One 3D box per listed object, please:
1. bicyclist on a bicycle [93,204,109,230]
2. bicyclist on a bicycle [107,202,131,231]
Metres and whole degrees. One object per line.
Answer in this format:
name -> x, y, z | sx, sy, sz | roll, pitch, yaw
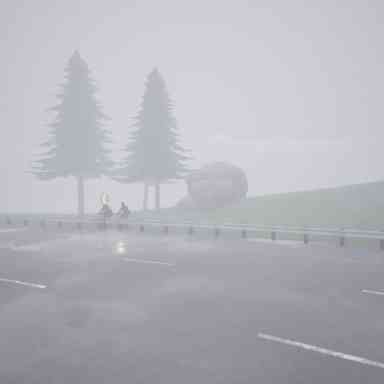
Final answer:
bicyclist on a bicycle -> -5.145, 1.419, 19.706 | 0.582, 1.620, 1.656 | 0, -4, 36
bicyclist on a bicycle -> -3.964, 1.430, 19.318 | 0.582, 1.620, 1.656 | 0, -5, 23
